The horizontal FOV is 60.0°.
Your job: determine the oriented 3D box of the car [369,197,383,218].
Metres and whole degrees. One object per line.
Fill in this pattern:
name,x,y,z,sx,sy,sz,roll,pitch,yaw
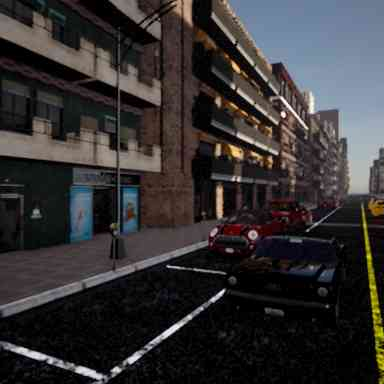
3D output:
car,16.848,1.469,29.134,1.882,1.535,5.008,0,0,27

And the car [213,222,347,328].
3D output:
car,2.300,1.600,7.281,1.895,1.301,4.718,0,0,27

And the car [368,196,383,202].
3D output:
car,21.515,1.466,38.366,1.882,1.535,5.008,0,0,27

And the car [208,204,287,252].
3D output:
car,2.164,1.439,12.957,1.967,1.590,4.097,0,0,27

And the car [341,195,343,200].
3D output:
car,22.550,1.530,53.177,1.887,1.381,4.507,0,0,27

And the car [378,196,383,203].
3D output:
car,40.216,1.522,69.492,2.008,1.369,4.403,0,0,27

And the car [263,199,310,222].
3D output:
car,4.713,1.313,17.984,2.192,1.841,5.009,0,0,27

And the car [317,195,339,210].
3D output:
car,17.454,1.304,43.121,2.192,1.841,5.009,0,0,27

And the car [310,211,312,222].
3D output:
car,7.260,1.579,23.012,1.802,1.307,4.206,0,0,27
